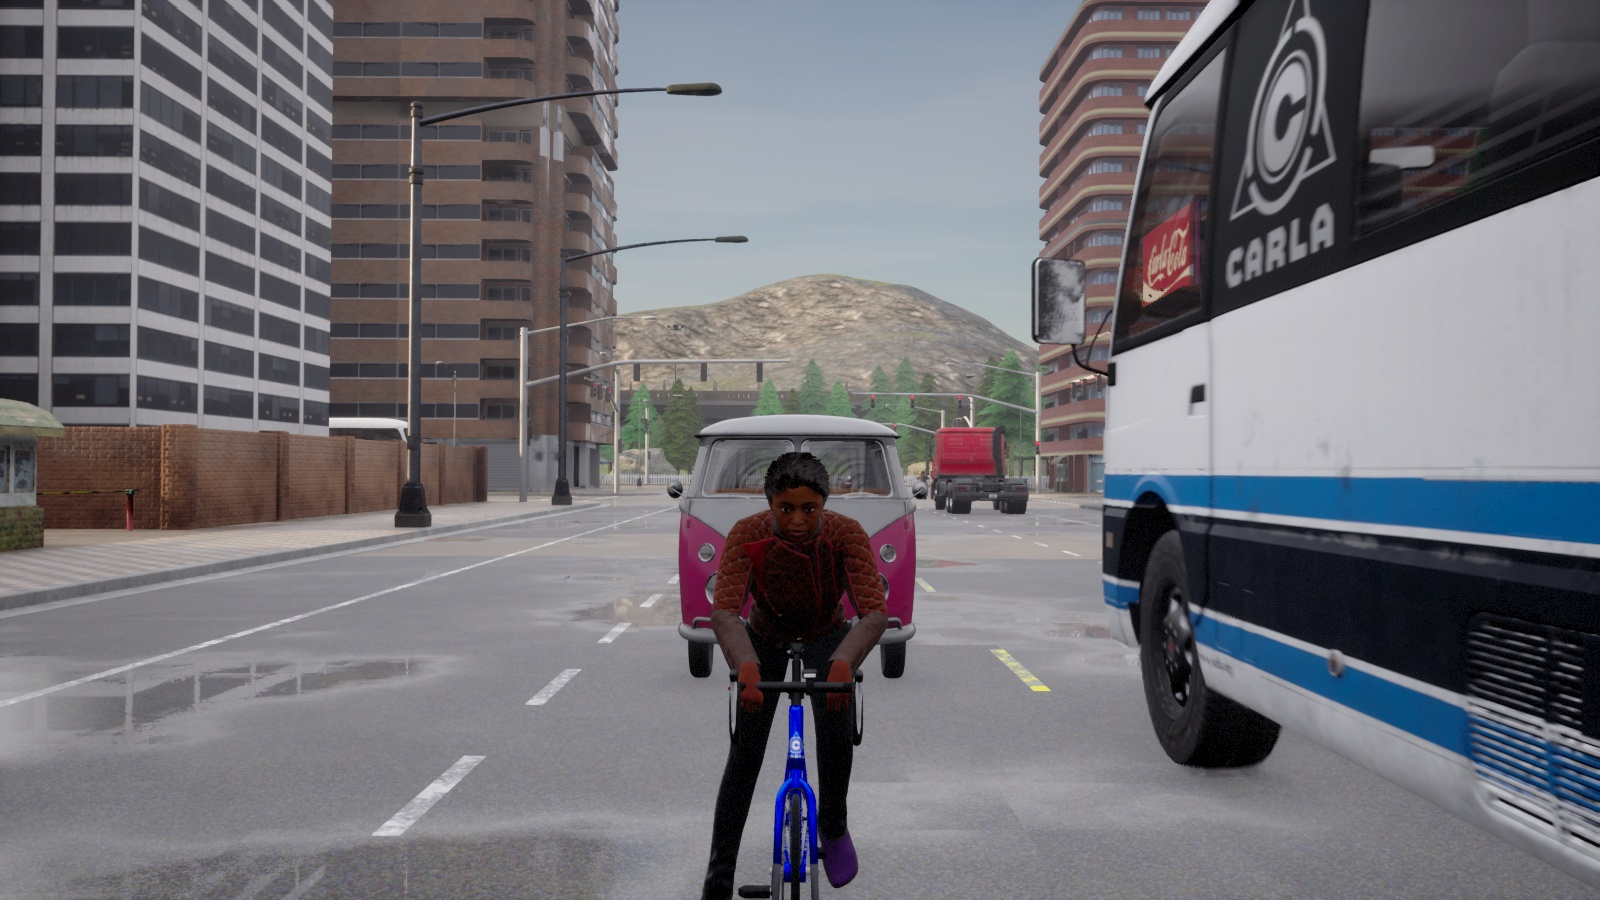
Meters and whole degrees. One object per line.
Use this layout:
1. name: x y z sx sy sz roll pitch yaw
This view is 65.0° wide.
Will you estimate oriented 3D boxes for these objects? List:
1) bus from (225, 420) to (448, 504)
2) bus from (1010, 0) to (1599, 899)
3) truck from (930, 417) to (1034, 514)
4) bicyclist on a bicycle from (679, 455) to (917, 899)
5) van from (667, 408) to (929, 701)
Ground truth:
1. bus: -24.146 0.639 65.914 10.273 4.253 3.944 0 -1 0
2. bus: 3.488 -0.513 3.771 3.944 4.253 10.273 0 -1 0
3. truck: 6.929 0.626 49.008 2.891 3.462 7.936 0 -1 0
4. bicyclist on a bicycle: -0.005 0.833 3.919 0.582 1.620 1.656 0 -1 0
5. van: -0.015 0.748 10.772 1.775 1.987 4.442 0 -1 0
